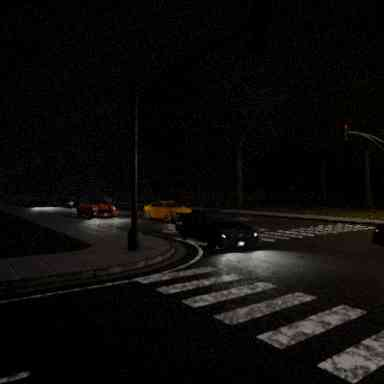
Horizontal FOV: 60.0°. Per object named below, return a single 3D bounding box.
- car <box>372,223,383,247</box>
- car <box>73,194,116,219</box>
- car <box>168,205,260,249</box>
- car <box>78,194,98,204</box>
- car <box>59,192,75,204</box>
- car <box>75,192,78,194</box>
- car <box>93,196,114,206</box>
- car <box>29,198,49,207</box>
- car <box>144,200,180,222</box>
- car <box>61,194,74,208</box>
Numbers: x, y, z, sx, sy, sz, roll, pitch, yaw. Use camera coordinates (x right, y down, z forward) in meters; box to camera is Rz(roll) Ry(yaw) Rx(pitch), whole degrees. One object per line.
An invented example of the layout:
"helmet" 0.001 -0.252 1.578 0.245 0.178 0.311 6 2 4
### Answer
"car" 8.564 1.538 11.067 1.812 1.442 4.674 0 0 -36
"car" -8.271 1.277 28.712 2.097 1.767 4.553 0 0 -36
"car" 0.859 1.532 14.892 2.033 1.411 5.357 0 0 -22
"car" -18.653 1.203 59.705 2.097 1.767 4.553 0 0 -36
"car" -21.315 1.071 57.840 2.150 2.045 5.566 0 0 -36
"car" -15.492 1.220 49.927 2.097 1.767 4.553 0 0 -35
"car" -14.439 1.389 53.956 1.812 1.442 4.674 0 0 -36
"car" -22.006 1.463 47.716 1.895 1.301 4.718 0 0 -36
"car" -1.852 1.426 25.413 1.882 1.535 5.008 0 0 -36
"car" -15.160 1.370 43.738 2.128 1.511 4.902 0 0 -36
